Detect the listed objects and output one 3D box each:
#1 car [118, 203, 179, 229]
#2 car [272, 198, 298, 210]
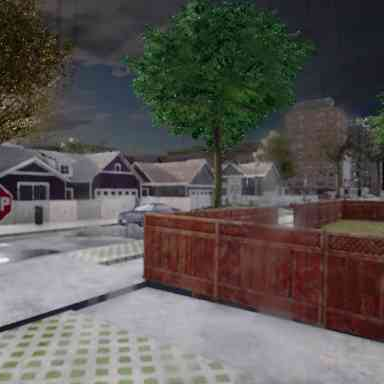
[{"bbox_3d":[-2.612,1.440,21.413,1.812,1.442,4.674,0,0,35],"label":"car"},{"bbox_3d":[11.718,1.488,41.458,2.033,1.411,5.357,0,0,36],"label":"car"}]
